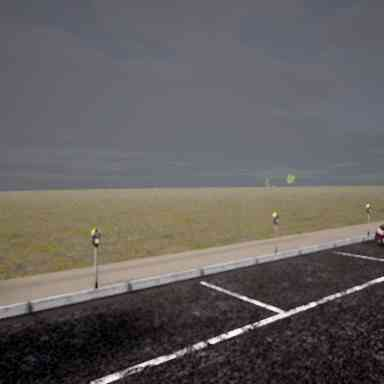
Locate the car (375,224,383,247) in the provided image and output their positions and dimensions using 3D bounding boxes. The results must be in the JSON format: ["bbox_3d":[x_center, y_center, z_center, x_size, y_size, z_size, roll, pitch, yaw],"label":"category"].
[{"bbox_3d":[8.297,1.259,12.021,4.206,1.307,1.802,-2,2,-36],"label":"car"}]
